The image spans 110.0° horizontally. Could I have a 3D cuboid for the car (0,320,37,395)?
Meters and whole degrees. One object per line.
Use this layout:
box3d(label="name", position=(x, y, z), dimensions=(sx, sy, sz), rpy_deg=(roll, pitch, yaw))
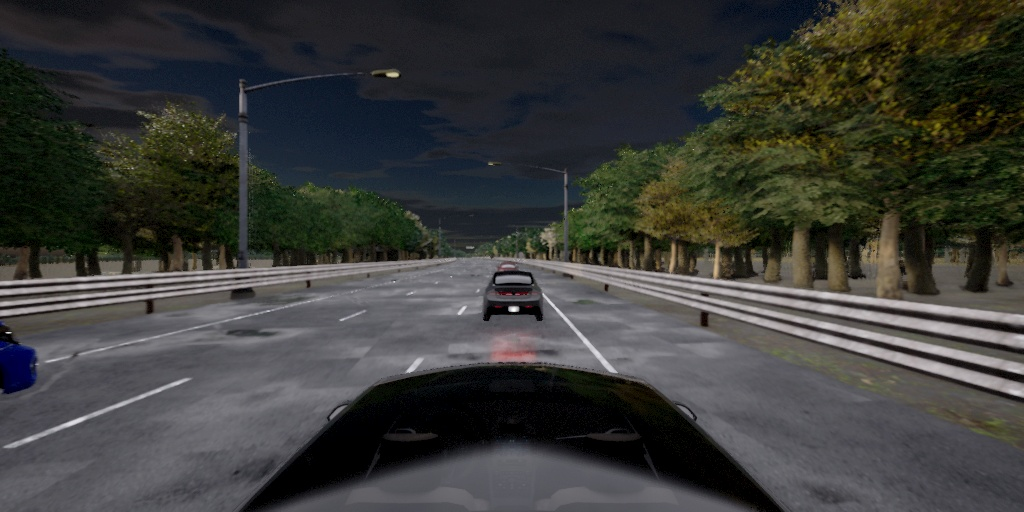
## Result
box3d(label="car", position=(-6.904, 0.972, 1.913), dimensions=(2.150, 2.045, 5.566), rpy_deg=(0, 0, 0))

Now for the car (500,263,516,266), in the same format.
box3d(label="car", position=(-0.344, 1.269, 30.456), dimensions=(1.812, 1.442, 4.674), rpy_deg=(0, 0, -2))

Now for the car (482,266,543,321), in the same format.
box3d(label="car", position=(0.021, 1.251, 12.547), dimensions=(1.837, 1.490, 4.892), rpy_deg=(0, 0, -1))
